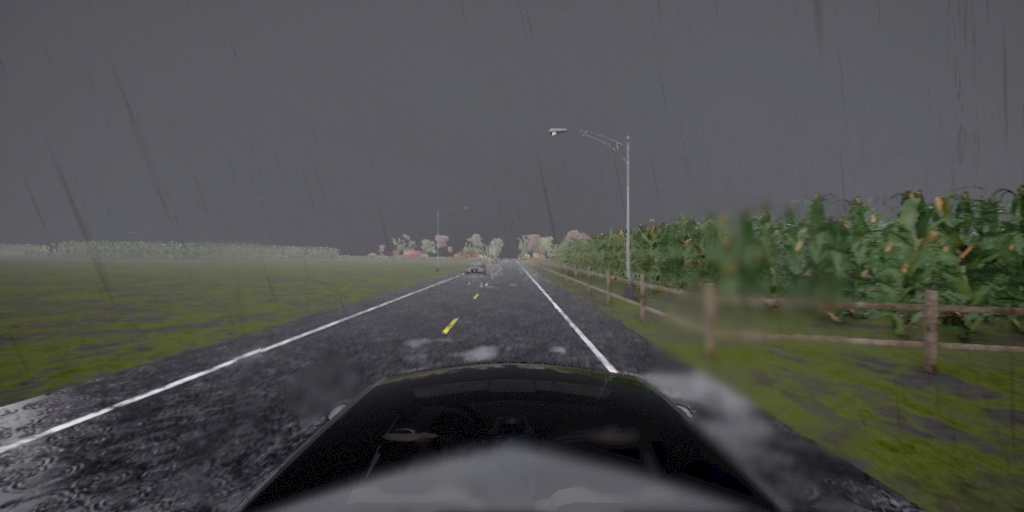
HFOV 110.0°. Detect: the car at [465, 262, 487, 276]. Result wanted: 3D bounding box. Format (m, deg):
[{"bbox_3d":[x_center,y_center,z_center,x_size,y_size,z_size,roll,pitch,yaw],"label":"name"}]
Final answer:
[{"bbox_3d":[-3.593,1.268,36.456,1.994,1.385,4.181,0,0,0],"label":"car"}]
